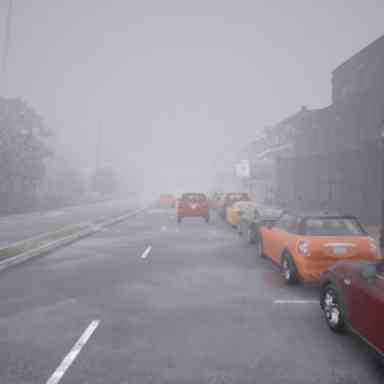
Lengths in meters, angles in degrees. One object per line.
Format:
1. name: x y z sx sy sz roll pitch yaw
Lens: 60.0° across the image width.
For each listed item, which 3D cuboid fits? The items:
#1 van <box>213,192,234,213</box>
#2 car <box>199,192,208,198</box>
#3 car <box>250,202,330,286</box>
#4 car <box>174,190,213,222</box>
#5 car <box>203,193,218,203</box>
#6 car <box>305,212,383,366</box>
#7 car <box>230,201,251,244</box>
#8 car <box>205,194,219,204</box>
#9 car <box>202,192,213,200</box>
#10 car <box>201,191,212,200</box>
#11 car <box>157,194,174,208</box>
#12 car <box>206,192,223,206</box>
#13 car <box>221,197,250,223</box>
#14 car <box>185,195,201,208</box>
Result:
1. van: 3.223 0.957 37.143 1.878 1.987 4.442 0 0 0
2. car: 3.208 0.746 92.147 2.231 1.521 4.892 0 0 0
3. car: 3.224 1.279 9.371 2.185 1.767 4.553 0 0 0
4. car: 0.097 1.029 24.287 2.150 2.045 5.566 0 1 0
5. car: 3.221 1.010 58.996 2.231 1.521 4.892 0 0 0
6. car: 3.224 1.323 3.846 2.185 1.767 4.553 0 0 0
7. car: 3.224 1.361 14.922 2.231 1.521 4.892 0 0 0
8. car: 3.222 1.093 53.476 2.002 1.452 4.674 0 0 0
9. car: 3.220 0.917 70.238 1.946 1.575 5.366 0 0 0
10. car: 3.222 0.752 75.546 2.185 1.767 4.553 0 0 0
11. car: -3.153 1.016 42.129 2.097 1.767 4.553 0 0 0
12. car: 3.222 0.971 48.046 2.185 1.767 4.553 0 0 0
13. car: 3.224 1.316 20.448 2.097 1.535 5.008 0 0 0
14. car: 0.097 1.143 41.913 1.882 1.535 5.008 0 1 0
